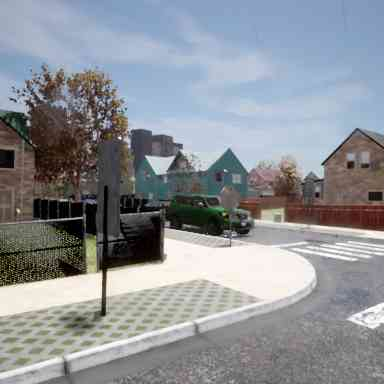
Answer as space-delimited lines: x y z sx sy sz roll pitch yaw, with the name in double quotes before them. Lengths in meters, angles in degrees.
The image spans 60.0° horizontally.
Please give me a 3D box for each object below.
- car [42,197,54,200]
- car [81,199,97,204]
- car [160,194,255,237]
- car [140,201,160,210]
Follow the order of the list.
"car" -20.029 1.413 46.023 2.033 1.411 5.357 2 -1 -37
"car" -9.716 1.407 32.044 2.033 1.411 5.357 2 -1 -37
"car" 0.820 1.148 17.926 2.150 2.045 5.566 2 -1 -37
"car" -2.644 1.457 27.277 2.128 1.511 4.902 2 -1 -36
